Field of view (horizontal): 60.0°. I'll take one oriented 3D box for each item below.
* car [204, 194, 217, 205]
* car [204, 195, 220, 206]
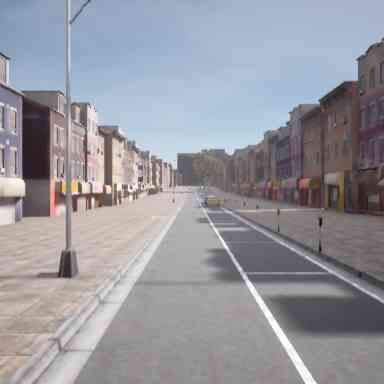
[{"bbox_3d":[3.015,1.190,55.050,1.882,1.535,5.008,0,1,0],"label":"car"},{"bbox_3d":[3.025,1.251,48.242,1.801,1.575,5.366,0,1,0],"label":"car"}]
